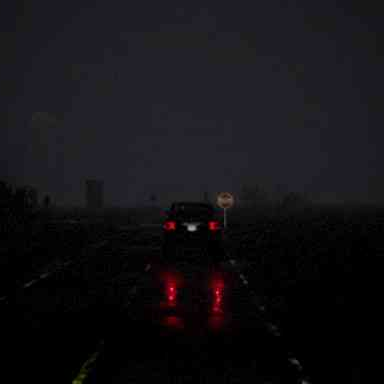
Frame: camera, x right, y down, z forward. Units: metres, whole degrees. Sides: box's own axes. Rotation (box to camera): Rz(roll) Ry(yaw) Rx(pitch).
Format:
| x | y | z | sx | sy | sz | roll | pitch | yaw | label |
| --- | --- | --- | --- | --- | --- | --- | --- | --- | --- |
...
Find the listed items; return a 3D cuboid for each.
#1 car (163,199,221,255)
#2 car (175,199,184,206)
| x | y | z | sx | sy | sz | roll | pitch | yaw | label |
| --- | --- | --- | --- | --- | --- | --- | --- | --- | --- |
| 0.003 | 1.354 | 14.034 | 2.150 | 2.045 | 5.566 | 0 | 0 | 0 | car |
| -2.741 | 2.252 | 73.613 | 1.837 | 1.490 | 4.892 | 0 | -1 | 0 | car |
